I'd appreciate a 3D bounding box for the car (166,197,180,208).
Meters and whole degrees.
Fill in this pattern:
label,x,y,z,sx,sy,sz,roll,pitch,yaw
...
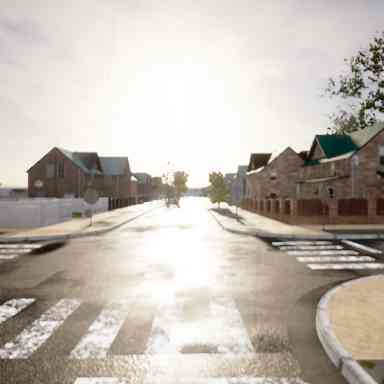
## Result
label,x,y,z,sx,sy,sz,roll,pitch,yaw
car,-2.728,1.414,48.224,2.128,1.511,4.902,0,0,0
